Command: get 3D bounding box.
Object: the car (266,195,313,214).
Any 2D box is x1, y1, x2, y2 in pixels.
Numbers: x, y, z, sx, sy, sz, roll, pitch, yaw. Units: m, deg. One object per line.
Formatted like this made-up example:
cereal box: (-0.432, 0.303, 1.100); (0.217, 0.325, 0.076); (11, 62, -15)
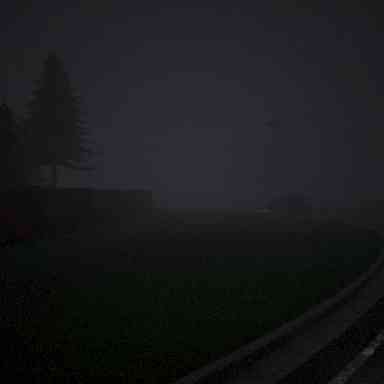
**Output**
car: (10.782, 1.331, 37.163); (2.150, 2.045, 5.566); (1, 0, -30)
